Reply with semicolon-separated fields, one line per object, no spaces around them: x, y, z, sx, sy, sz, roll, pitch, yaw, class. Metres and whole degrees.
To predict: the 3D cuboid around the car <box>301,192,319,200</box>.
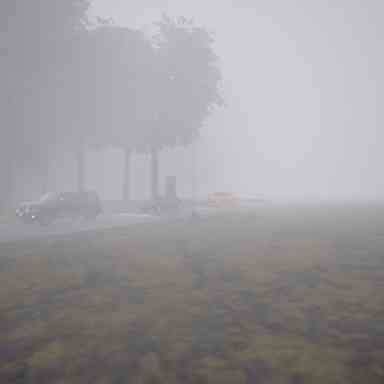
20.300;0.678;56.921;1.895;1.301;4.718;1;1;36;car

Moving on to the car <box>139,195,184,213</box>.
-2.639;1.036;29.943;1.837;1.490;4.892;1;2;36;car

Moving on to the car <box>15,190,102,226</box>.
-8.471;0.931;21.761;2.150;2.045;5.566;1;2;34;car

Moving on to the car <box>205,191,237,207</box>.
3.359;0.716;38.300;2.097;1.767;4.553;1;1;35;car

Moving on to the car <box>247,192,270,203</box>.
9.362;0.744;46.612;1.812;1.442;4.674;1;1;36;car
